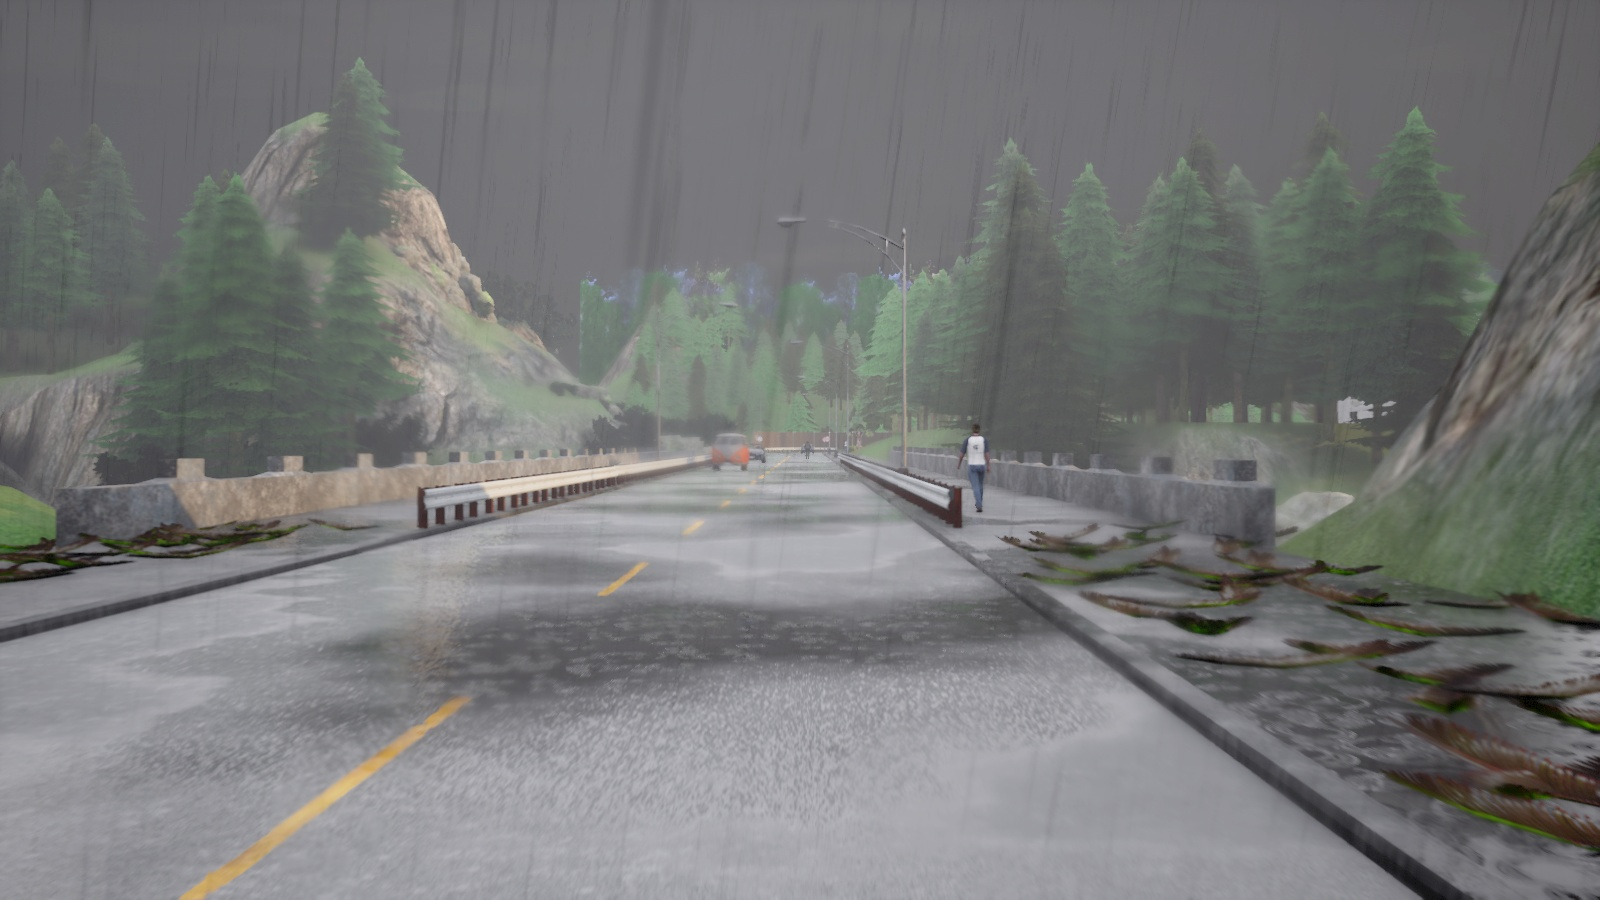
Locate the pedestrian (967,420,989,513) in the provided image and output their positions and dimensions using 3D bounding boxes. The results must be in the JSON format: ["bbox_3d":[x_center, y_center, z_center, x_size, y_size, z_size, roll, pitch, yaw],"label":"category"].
[{"bbox_3d":[3.563,0.317,25.175,0.354,1.836,0.706,0,0,3],"label":"pedestrian"}]

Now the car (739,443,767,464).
[{"bbox_3d":[-3.436,0.237,92.229,1.816,1.474,4.193,0,0,0],"label":"car"}]

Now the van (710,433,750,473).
[{"bbox_3d":[-3.597,0.129,65.076,1.775,1.987,4.442,0,0,0],"label":"van"}]
